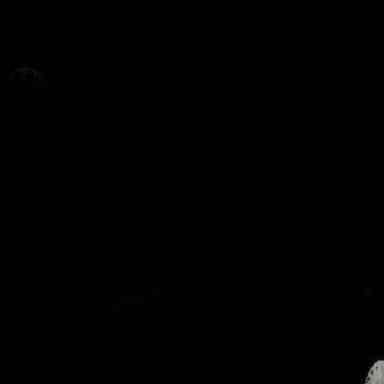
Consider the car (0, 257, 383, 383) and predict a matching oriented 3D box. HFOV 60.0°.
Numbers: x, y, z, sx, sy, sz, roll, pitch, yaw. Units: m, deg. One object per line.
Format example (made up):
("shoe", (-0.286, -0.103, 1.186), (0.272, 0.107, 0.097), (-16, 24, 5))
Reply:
("car", (0.069, 1.478, 3.117), (5.008, 1.535, 1.882), (0, 0, -35))
